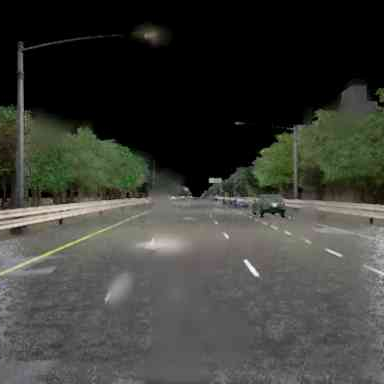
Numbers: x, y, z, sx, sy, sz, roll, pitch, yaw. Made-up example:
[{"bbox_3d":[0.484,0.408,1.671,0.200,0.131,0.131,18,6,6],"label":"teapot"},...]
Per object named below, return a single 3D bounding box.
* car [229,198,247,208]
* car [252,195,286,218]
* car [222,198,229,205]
[{"bbox_3d":[7.116,1.683,49.860,1.812,1.442,4.674,0,-1,0],"label":"car"},{"bbox_3d":[7.041,1.256,30.911,2.150,2.045,5.566,0,0,0],"label":"car"},{"bbox_3d":[7.234,1.901,69.268,1.812,1.442,4.674,0,-1,0],"label":"car"}]
